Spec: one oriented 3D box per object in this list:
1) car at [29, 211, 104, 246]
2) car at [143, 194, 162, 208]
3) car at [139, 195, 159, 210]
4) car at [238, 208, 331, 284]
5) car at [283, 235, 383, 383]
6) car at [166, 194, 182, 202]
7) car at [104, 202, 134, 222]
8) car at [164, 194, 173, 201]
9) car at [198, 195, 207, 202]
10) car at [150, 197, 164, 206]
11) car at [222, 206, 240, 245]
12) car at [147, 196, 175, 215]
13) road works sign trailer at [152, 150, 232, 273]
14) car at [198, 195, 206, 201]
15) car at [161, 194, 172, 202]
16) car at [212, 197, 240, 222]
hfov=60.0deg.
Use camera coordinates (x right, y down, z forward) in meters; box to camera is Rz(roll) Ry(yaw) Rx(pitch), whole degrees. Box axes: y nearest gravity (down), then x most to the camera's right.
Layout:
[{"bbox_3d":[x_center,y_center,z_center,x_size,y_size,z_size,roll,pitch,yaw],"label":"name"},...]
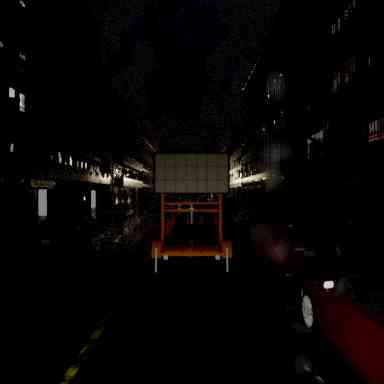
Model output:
[{"bbox_3d":[-5.705,1.565,15.169,1.947,1.339,4.313,0,0,0],"label":"car"},{"bbox_3d":[-5.743,1.305,48.989,2.192,1.841,5.009,0,0,0],"label":"car"},{"bbox_3d":[-5.737,1.432,43.353,1.967,1.590,4.097,0,0,0],"label":"car"},{"bbox_3d":[2.682,1.440,9.540,1.967,1.590,4.097,0,0,0],"label":"car"},{"bbox_3d":[2.689,1.545,3.903,1.887,1.381,4.507,0,0,0],"label":"car"},{"bbox_3d":[-3.070,1.206,62.531,2.150,2.045,5.566,0,0,0],"label":"car"},{"bbox_3d":[-5.718,1.523,26.272,1.752,1.417,4.829,0,0,0],"label":"car"},{"bbox_3d":[-5.782,1.415,82.806,1.967,1.590,4.097,0,0,0],"label":"car"},{"bbox_3d":[2.604,1.503,77.346,1.752,1.417,4.829,0,0,0],"label":"car"},{"bbox_3d":[-5.751,1.570,54.626,1.802,1.307,4.206,0,0,0],"label":"car"},{"bbox_3d":[2.676,1.550,15.176,2.008,1.369,4.403,0,0,0],"label":"car"},{"bbox_3d":[-3.139,1.472,34.429,1.882,1.535,5.008,0,0,0],"label":"car"},{"bbox_3d":[-0.011,0.464,10.669,2.380,3.560,2.880,0,0,0],"label":"road works sign trailer"},{"bbox_3d":[2.592,1.516,88.449,1.887,1.381,4.507,0,0,0],"label":"car"},{"bbox_3d":[-5.775,1.293,77.171,2.192,1.841,5.009,0,0,0],"label":"car"},{"bbox_3d":[2.664,1.312,26.449,2.192,1.841,5.009,0,0,0],"label":"car"}]
